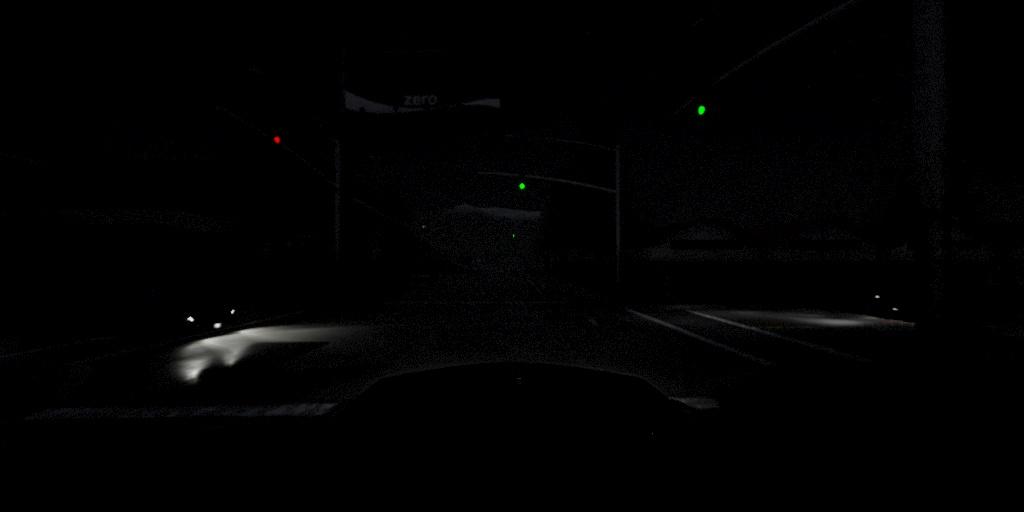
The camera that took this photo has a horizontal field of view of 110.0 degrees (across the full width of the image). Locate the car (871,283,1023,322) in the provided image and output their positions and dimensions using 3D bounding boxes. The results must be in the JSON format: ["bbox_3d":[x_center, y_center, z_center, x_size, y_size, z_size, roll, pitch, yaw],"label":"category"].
[{"bbox_3d":[16.612,1.686,13.476,4.718,1.301,1.895,0,-1,0],"label":"car"}]

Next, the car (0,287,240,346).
[{"bbox_3d":[-10.814,1.573,9.956,5.357,1.411,2.033,-1,-1,0],"label":"car"}]
